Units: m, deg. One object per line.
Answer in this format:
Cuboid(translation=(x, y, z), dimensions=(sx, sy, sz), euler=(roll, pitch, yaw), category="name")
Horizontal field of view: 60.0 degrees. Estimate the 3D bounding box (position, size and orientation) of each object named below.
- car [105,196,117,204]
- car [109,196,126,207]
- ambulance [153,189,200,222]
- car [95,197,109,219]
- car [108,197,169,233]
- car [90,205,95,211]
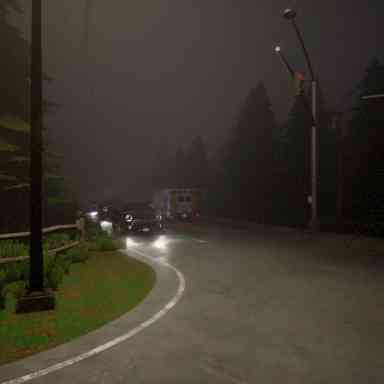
Cuboid(translation=(-15.012, 1.529, 61.522), dimensions=(1.994, 1.385, 4.181), euler=(0, 0, -18), category="car")
Cuboid(translation=(-11.706, 1.457, 52.100), dimensions=(2.128, 1.511, 4.902), euler=(0, 0, -19), category="car")
Cuboid(translation=(-1.676, 1.008, 26.410), dimensions=(2.351, 2.431, 6.366), euler=(0, 0, -24), category="ambulance")
Cuboid(translation=(-6.602, 1.325, 27.719), dimensions=(2.097, 1.767, 4.553), euler=(0, 0, -20), category="car")
Cuboid(translation=(-3.184, 1.325, 18.900), dimensions=(2.097, 1.767, 4.553), euler=(0, 0, -23), category="car")
Cuboid(translation=(-10.948, 1.574, 39.438), dimensions=(1.895, 1.301, 4.718), euler=(0, 0, -20), category="car")
